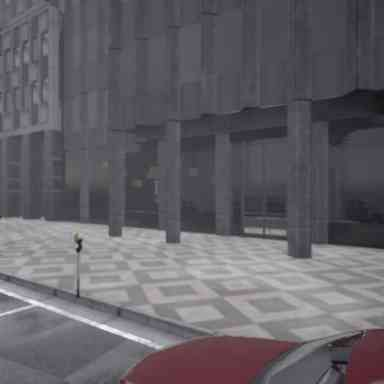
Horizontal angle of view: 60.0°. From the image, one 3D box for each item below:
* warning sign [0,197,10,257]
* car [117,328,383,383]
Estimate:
[{"bbox_3d":[-6.706,1.114,10.578,1.060,1.860,1.300,0,0,36],"label":"warning sign"},{"bbox_3d":[1.255,1.582,1.951,4.206,1.307,1.802,0,0,36],"label":"car"}]
